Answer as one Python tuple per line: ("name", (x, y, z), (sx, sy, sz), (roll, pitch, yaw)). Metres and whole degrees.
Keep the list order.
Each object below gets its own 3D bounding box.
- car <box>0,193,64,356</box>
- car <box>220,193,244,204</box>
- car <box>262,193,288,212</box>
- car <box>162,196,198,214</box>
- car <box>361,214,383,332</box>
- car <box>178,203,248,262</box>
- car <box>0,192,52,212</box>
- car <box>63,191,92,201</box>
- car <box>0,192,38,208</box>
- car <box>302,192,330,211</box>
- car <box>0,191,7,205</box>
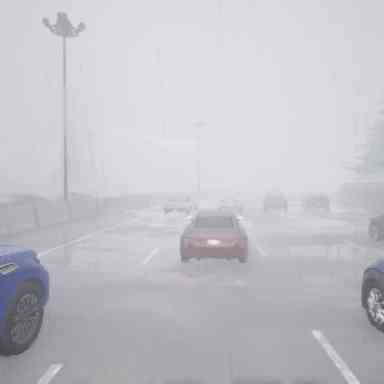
("car", (-3.286, 1.145, 2.675), (2.150, 2.045, 5.566), (0, 1, 1))
("car", (3.414, 0.805, 28.286), (1.812, 1.442, 4.674), (0, 1, 12))
("car", (6.829, 0.797, 27.460), (2.128, 1.511, 4.902), (0, 1, 12))
("car", (-0.758, 0.946, 25.468), (1.895, 1.301, 4.718), (0, 1, 11))
("car", (3.786, 1.261, 3.614), (2.097, 1.767, 4.553), (0, 1, 2))
("car", (0.755, 1.280, 11.005), (1.994, 1.385, 4.181), (0, 1, 5))
("car", (-14.607, 0.794, 28.603), (2.033, 1.411, 5.357), (0, 1, 11))
("car", (-10.747, 0.713, 29.784), (2.128, 1.511, 4.902), (0, 2, 12))
("car", (-17.399, 0.750, 32.277), (1.895, 1.301, 4.718), (0, 1, 13))
("car", (10.835, 0.741, 29.320), (1.882, 1.535, 5.008), (0, 1, 13))
("car", (-20.967, 0.689, 32.375), (2.033, 1.411, 5.357), (0, 1, 12))
